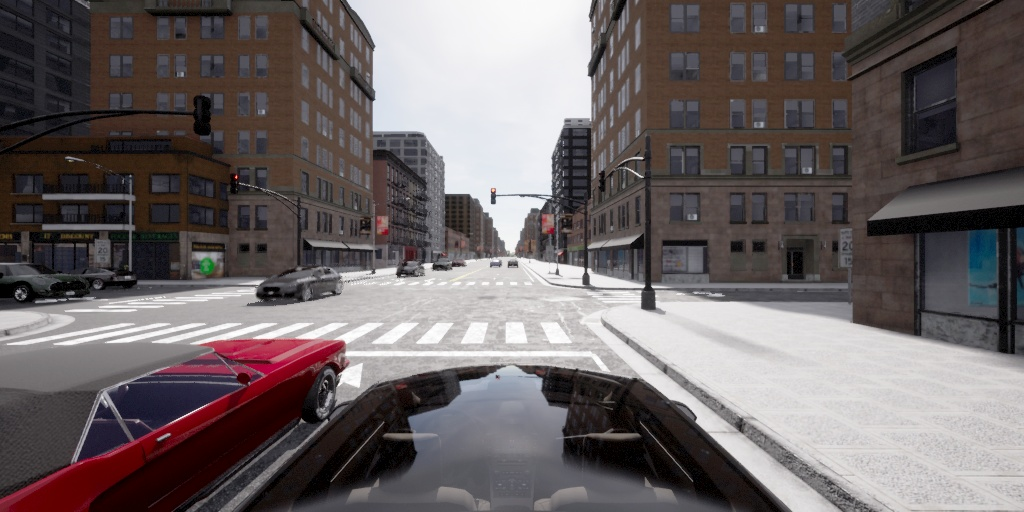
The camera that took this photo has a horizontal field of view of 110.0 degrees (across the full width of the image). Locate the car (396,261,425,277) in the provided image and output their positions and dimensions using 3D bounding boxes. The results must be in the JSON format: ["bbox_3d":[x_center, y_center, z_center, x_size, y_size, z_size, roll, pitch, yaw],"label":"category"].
[{"bbox_3d":[-9.762,1.253,34.827,1.837,1.490,4.892,0,0,0],"label":"car"}]

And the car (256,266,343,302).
[{"bbox_3d":[-9.810,1.257,17.022,1.837,1.490,4.892,0,0,0],"label":"car"}]

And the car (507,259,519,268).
[{"bbox_3d":[0.166,1.245,62.199,1.837,1.490,4.892,0,0,0],"label":"car"}]

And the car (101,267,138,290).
[{"bbox_3d":[-25.321,1.330,21.705,4.313,1.339,1.948,0,0,0],"label":"car"}]

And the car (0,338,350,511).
[{"bbox_3d":[-3.157,1.351,2.837,1.895,1.301,4.718,0,0,0],"label":"car"}]

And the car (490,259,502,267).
[{"bbox_3d":[-2.978,1.287,64.154,2.033,1.411,5.357,0,0,0],"label":"car"}]

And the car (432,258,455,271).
[{"bbox_3d":[-9.715,1.096,50.000,2.097,1.767,4.553,0,0,0],"label":"car"}]

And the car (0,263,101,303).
[{"bbox_3d":[-22.163,1.095,16.196,4.553,1.767,2.097,0,0,0],"label":"car"}]

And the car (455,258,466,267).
[{"bbox_3d":[-9.615,1.090,64.644,2.097,1.767,4.553,0,0,1],"label":"car"}]
